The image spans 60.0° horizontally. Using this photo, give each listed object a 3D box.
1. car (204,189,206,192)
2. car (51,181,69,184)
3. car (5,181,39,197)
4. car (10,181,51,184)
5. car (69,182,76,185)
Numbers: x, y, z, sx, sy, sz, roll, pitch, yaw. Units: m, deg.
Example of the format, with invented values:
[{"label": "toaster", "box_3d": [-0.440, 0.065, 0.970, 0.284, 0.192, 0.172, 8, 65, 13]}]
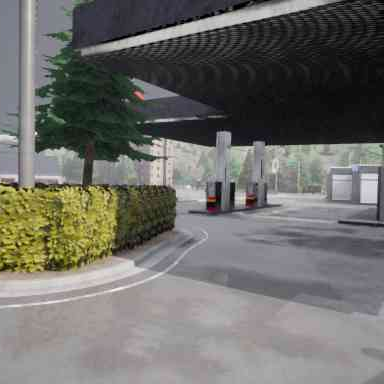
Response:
[{"label": "car", "box_3d": [4.930, -0.335, 65.577, 5.027, 1.636, 2.152, 2, 2, 35]}, {"label": "car", "box_3d": [-26.734, -1.251, 65.441, 3.866, 1.878, 1.905, 2, 2, 35]}, {"label": "car", "box_3d": [-21.727, -0.457, 42.412, 4.605, 1.855, 1.932, 2, 2, 35]}, {"label": "car", "box_3d": [-17.196, -0.173, 35.193, 3.866, 1.878, 1.905, 2, 2, 35]}, {"label": "car", "box_3d": [-25.395, -1.278, 68.053, 4.605, 1.855, 1.932, 2, 2, 35]}]
